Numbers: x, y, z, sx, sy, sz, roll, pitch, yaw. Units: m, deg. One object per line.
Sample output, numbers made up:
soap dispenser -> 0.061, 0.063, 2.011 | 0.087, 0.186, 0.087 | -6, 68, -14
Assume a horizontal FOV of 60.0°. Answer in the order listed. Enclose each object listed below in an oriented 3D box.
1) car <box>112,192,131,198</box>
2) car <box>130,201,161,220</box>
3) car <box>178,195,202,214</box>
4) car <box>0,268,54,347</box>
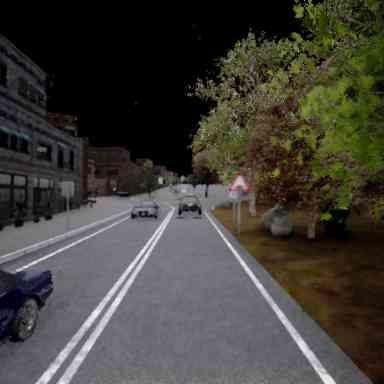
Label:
car -> -14.475, 0.556, 68.049 | 1.895, 1.301, 4.718 | 0, 1, 17
car -> -3.535, 1.382, 26.012 | 1.994, 1.385, 4.181 | 0, 1, 0
car -> -0.200, 1.102, 31.270 | 2.097, 1.767, 4.553 | 0, 1, -1
car -> -3.367, 1.593, 3.667 | 1.895, 1.301, 4.718 | 0, 0, 0
